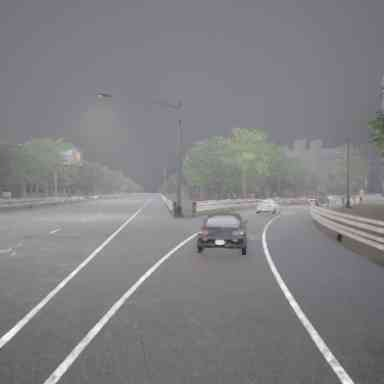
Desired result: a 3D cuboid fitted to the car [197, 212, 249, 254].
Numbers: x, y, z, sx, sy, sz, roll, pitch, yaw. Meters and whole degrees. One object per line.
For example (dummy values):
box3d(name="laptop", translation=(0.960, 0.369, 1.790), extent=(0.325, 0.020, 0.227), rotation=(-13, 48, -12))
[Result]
box3d(name="car", translation=(1.331, 1.546, 13.582), extent=(1.812, 1.442, 4.674), rotation=(0, 0, 9))

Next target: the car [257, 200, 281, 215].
box3d(name="car", translation=(8.153, 1.583, 35.237), extent=(1.812, 1.442, 4.674), rotation=(0, 0, 25))
